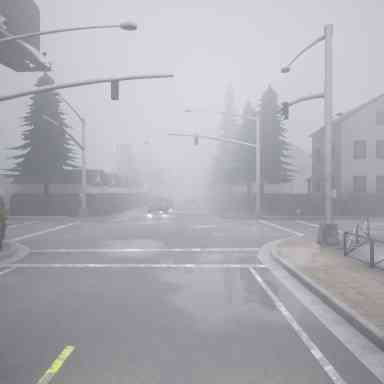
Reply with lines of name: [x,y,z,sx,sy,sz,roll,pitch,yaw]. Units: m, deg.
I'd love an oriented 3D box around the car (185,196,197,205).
car: [-0.108,1.491,59.238,2.128,1.511,4.902,0,0,0]

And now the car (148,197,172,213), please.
car: [-3.666,1.352,37.036,2.097,1.767,4.553,0,0,0]
